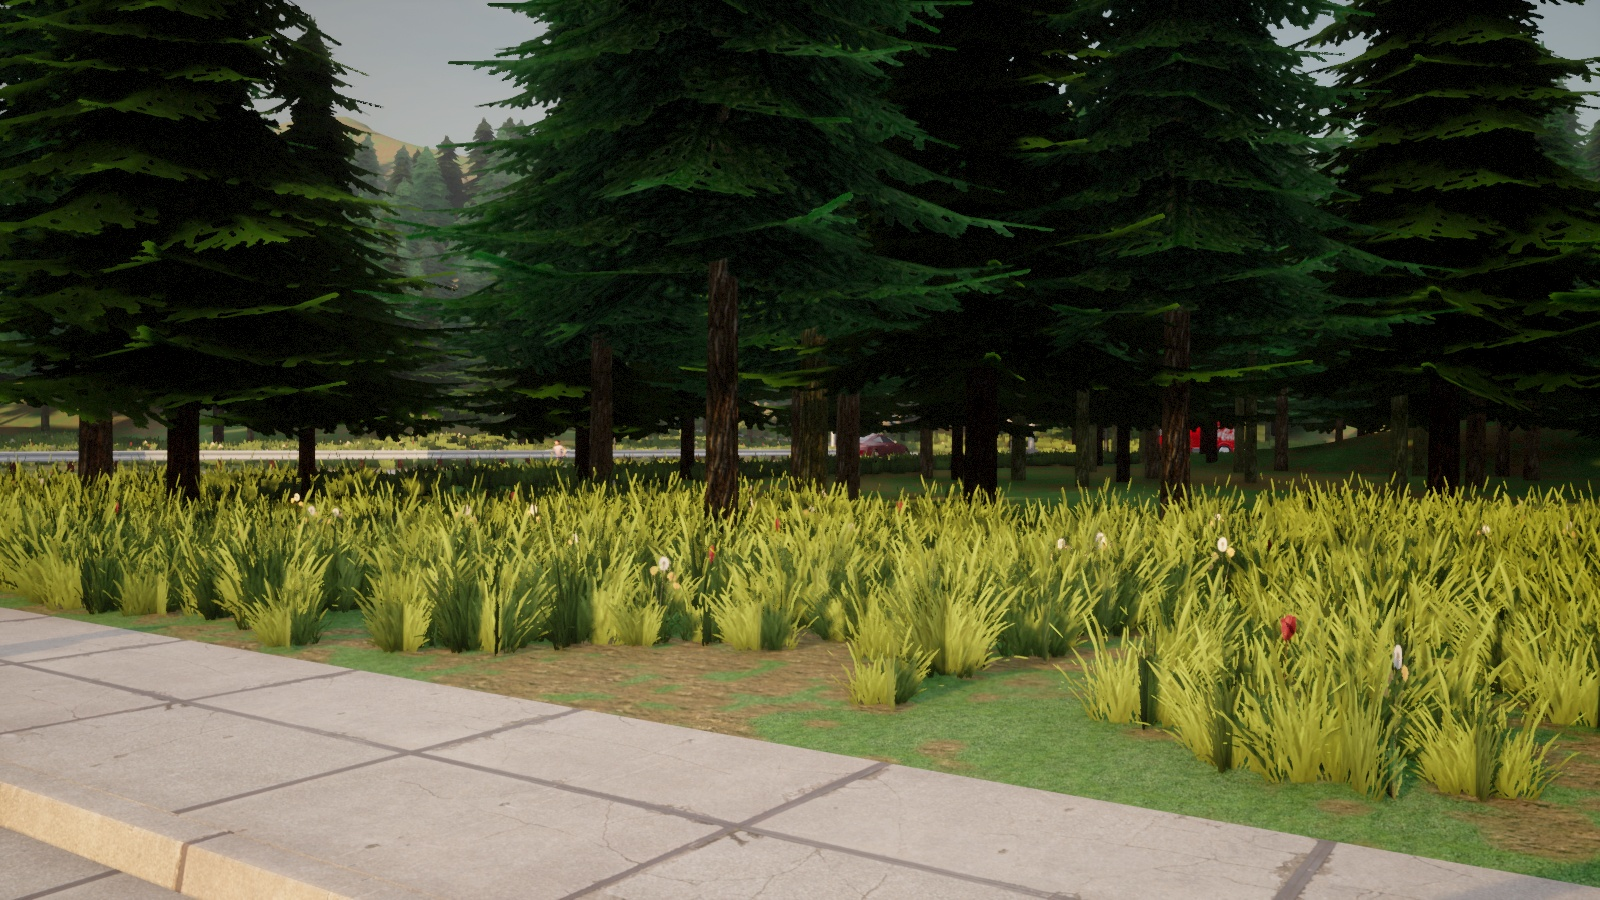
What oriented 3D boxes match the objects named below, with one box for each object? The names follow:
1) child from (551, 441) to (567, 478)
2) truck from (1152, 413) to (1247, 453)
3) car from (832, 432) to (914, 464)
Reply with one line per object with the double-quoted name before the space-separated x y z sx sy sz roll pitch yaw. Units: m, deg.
"child" -7.285 0.295 37.925 0.255 1.110 0.394 0 1 35
"truck" 25.580 -1.113 80.604 5.204 2.467 2.627 0 1 -3
"car" 3.571 -0.130 60.669 1.812 1.442 4.674 0 1 35
